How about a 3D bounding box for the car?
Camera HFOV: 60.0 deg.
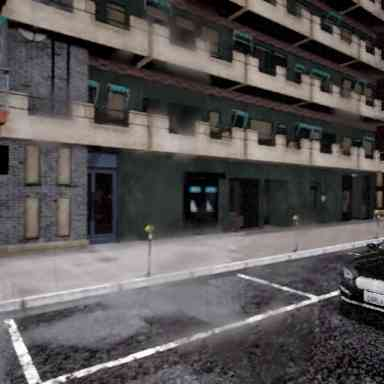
[{"bbox_3d":[5.018,1.491,6.873,4.902,1.511,2.128,0,0,-35],"label":"car"}]
